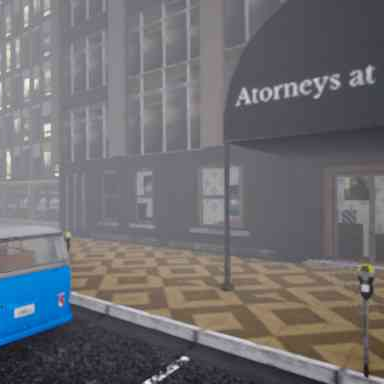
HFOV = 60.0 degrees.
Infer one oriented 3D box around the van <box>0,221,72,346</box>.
[{"bbox_3d":[-3.752,1.369,5.547,3.998,1.788,1.690,0,0,35],"label":"van"}]
